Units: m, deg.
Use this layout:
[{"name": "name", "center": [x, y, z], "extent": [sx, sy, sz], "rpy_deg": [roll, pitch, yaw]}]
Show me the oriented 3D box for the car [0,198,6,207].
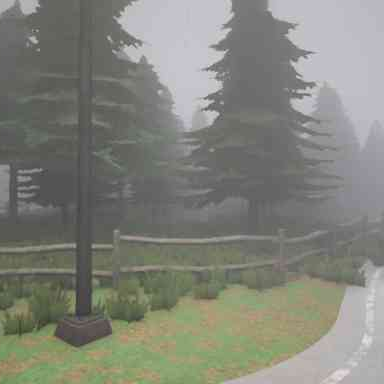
[{"name": "car", "center": [-19.307, 1.364, 35.323], "extent": [2.128, 1.511, 4.902], "rpy_deg": [0, 0, 3]}]
